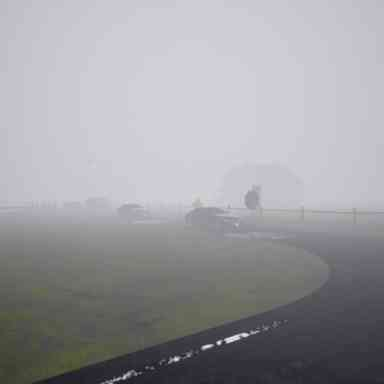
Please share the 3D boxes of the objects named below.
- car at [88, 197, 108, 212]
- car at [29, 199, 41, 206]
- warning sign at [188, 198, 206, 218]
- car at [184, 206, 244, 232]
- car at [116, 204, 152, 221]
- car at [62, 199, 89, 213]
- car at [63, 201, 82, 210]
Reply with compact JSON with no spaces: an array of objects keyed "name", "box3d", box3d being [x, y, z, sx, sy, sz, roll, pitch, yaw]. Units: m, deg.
[{"name":"car","box3d":[-13.610,1.779,46.784,2.150,2.045,5.566,2,-2,-35]},{"name":"car","box3d":[-39.711,2.512,83.986,2.097,1.767,4.553,2,-2,-36]},{"name":"warning sign","box3d":[0.485,1.483,31.640,1.300,1.860,1.060,2,-1,-36]},{"name":"car","box3d":[1.282,1.676,21.527,1.812,1.442,4.674,2,-2,-36]},{"name":"car","box3d":[-5.511,1.810,30.827,1.812,1.442,4.674,2,-2,-36]},{"name":"car","box3d":[-16.298,1.980,45.646,1.882,1.535,5.008,2,-2,-36]},{"name":"car","box3d":[-19.935,2.213,55.346,1.812,1.442,4.674,2,-2,-36]}]
